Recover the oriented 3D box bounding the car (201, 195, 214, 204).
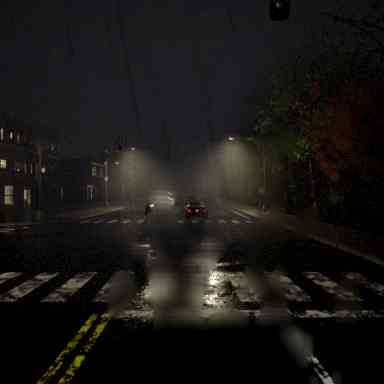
[{"bbox_3d":[3.208,1.577,63.245,1.895,1.301,4.718,0,0,0],"label":"car"}]

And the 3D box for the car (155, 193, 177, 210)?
[{"bbox_3d":[-3.431,1.206,43.151,2.150,2.045,5.566,0,0,0],"label":"car"}]

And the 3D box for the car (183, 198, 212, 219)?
[{"bbox_3d":[0.267,1.538,28.990,2.033,1.411,5.357,0,0,-3],"label":"car"}]

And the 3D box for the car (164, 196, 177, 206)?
[{"bbox_3d":[-3.448,1.485,53.619,1.837,1.490,4.892,0,0,0],"label":"car"}]

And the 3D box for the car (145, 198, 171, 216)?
[{"bbox_3d":[-3.414,1.554,32.750,1.994,1.385,4.181,0,0,0],"label":"car"}]

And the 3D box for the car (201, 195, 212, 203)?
[{"bbox_3d":[3.082,1.494,73.250,2.128,1.511,4.902,0,0,0],"label":"car"}]

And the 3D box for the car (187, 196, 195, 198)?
[{"bbox_3d":[-0.147,1.481,62.699,1.837,1.490,4.892,0,0,0],"label":"car"}]
